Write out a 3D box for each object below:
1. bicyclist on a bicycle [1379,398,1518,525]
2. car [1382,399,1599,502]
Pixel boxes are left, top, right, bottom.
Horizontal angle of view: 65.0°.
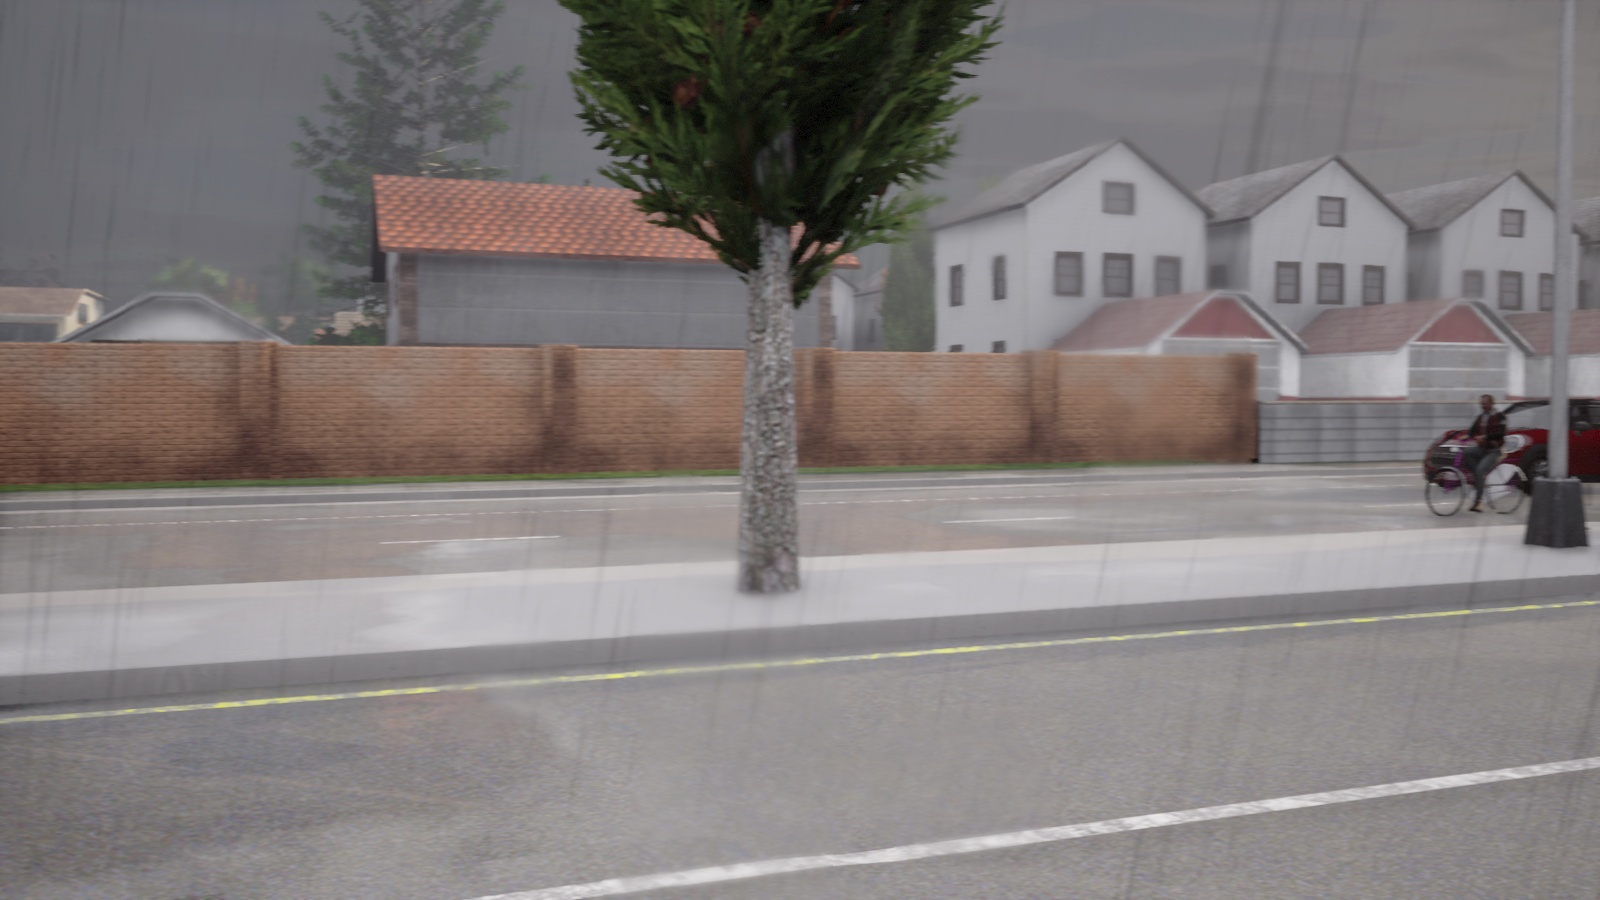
[{"bbox_3d":[9.366,0.148,18.142,1.843,1.776,0.659,0,2,-20],"label":"bicyclist on a bicycle"},{"bbox_3d":[13.418,-0.053,23.320,4.553,1.767,2.097,0,3,-20],"label":"car"}]
